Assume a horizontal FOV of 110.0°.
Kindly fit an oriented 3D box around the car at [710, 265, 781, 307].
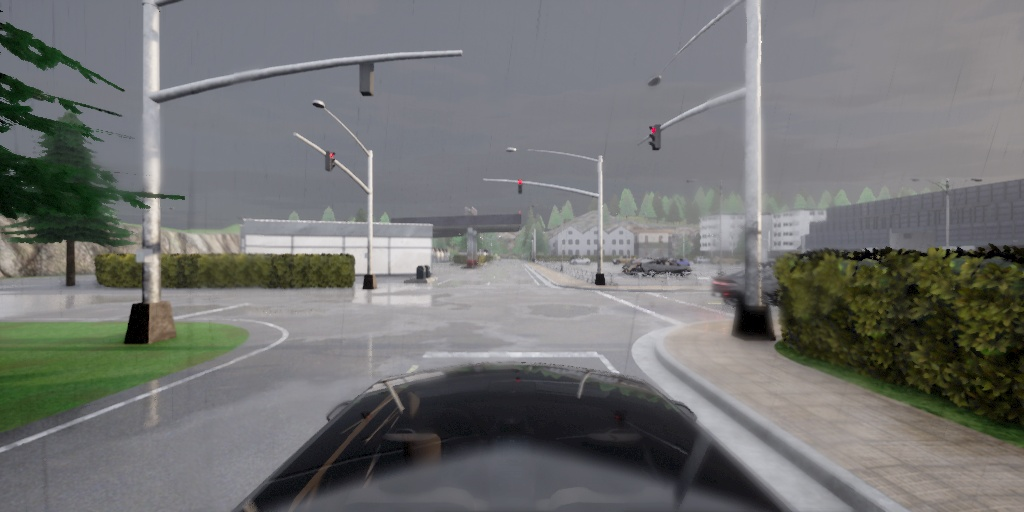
[{"bbox_3d":[10.041,1.227,13.311,4.902,1.511,2.128,0,0,0],"label":"car"}]
